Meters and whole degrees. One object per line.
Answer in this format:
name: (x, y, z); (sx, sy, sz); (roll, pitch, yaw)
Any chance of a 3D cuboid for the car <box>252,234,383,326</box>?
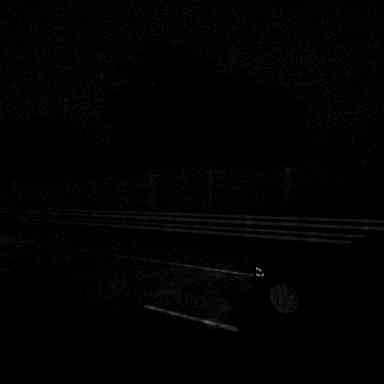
car: (3.492, 1.485, 5.799); (5.008, 1.535, 1.882); (-1, 0, 36)
